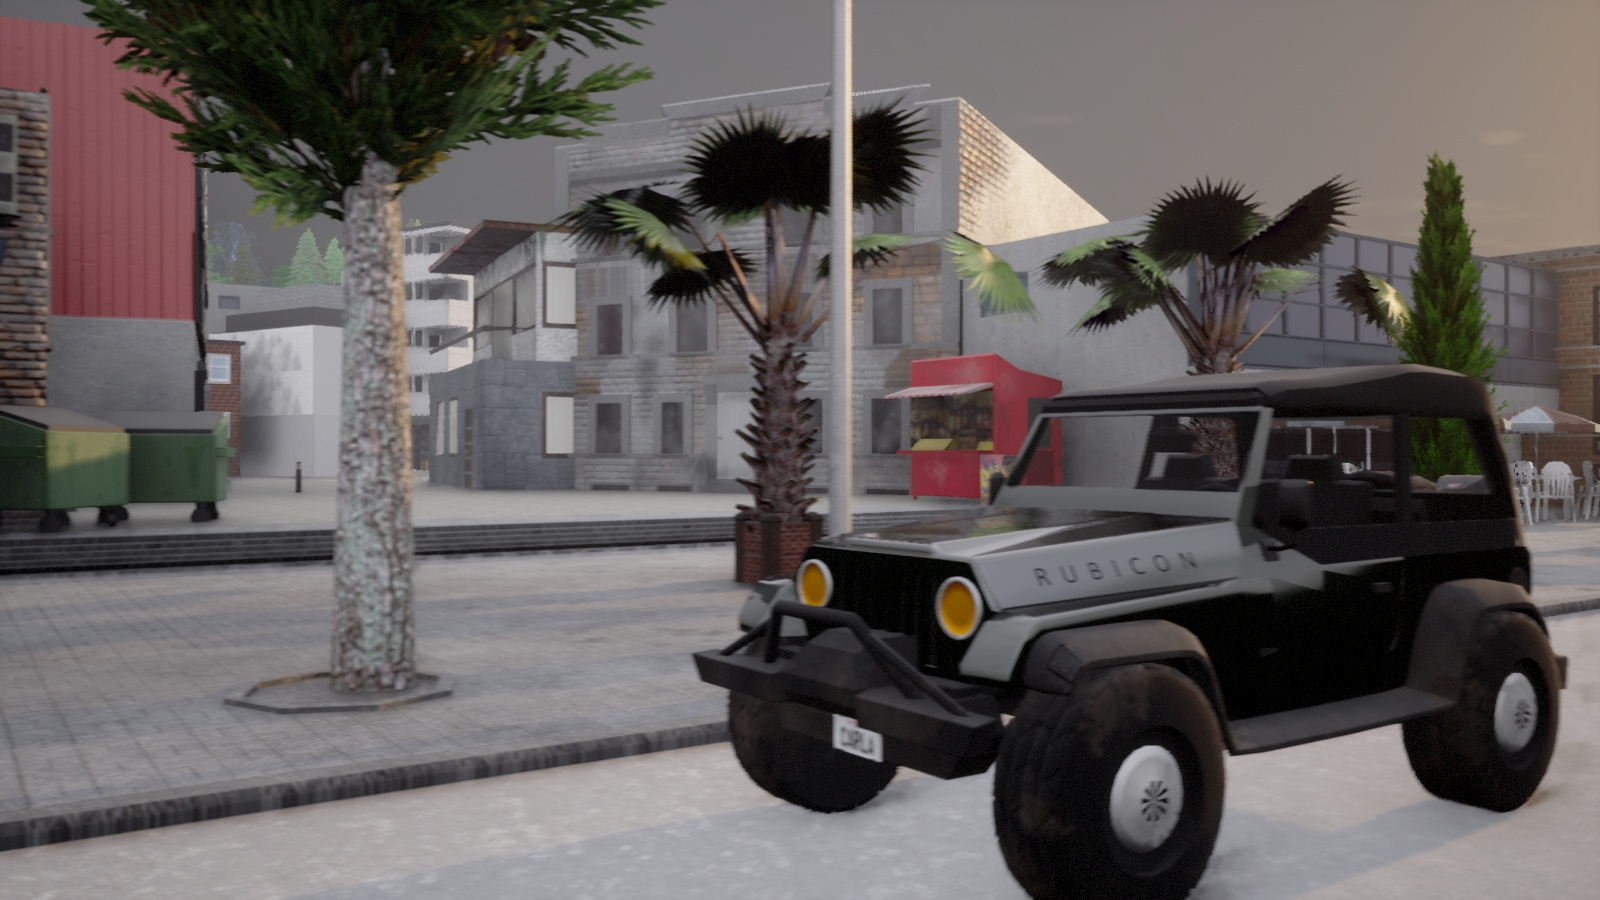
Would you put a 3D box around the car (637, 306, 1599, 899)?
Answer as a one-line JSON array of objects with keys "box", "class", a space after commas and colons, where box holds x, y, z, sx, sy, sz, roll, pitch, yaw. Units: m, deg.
[{"box": [1.487, 0.551, 5.303, 3.866, 1.878, 1.905, 0, 0, -35], "class": "car"}]
